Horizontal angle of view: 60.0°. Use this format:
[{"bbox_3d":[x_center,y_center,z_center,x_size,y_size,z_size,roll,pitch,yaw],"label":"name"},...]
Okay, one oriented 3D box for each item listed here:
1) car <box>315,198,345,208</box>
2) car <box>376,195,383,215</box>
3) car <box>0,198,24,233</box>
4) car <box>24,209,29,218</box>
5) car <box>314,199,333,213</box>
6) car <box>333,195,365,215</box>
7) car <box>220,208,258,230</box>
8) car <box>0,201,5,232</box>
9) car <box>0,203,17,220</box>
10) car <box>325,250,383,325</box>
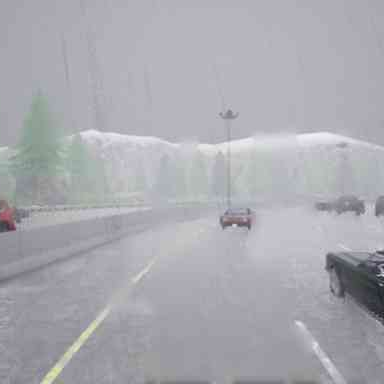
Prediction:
[{"bbox_3d":[21.801,1.747,52.464,5.357,1.411,2.033,0,0,-39],"label":"car"},{"bbox_3d":[20.803,1.356,35.037,2.150,2.045,5.566,-1,-1,35],"label":"car"},{"bbox_3d":[-9.630,1.272,13.359,2.150,2.045,5.566,0,0,8],"label":"car"},{"bbox_3d":[-14.531,1.643,24.508,2.033,1.411,5.357,0,0,14],"label":"car"},{"bbox_3d":[16.424,1.633,40.496,1.882,1.535,5.008,-1,-1,36],"label":"car"},{"bbox_3d":[17.063,1.358,35.600,2.150,2.045,5.566,-1,-1,34],"label":"car"},{"bbox_3d":[3.219,1.685,21.917,1.895,1.301,4.718,0,0,17],"label":"car"},{"bbox_3d":[-12.444,1.419,17.470,2.097,1.767,4.553,0,0,11],"label":"car"},{"bbox_3d":[-17.389,1.653,27.490,2.033,1.411,5.357,0,0,16],"label":"car"},{"bbox_3d":[3.881,1.623,5.634,1.895,1.301,4.718,0,0,4],"label":"car"}]
